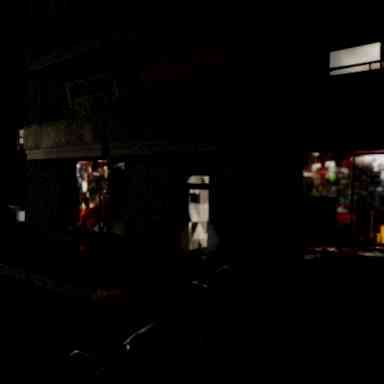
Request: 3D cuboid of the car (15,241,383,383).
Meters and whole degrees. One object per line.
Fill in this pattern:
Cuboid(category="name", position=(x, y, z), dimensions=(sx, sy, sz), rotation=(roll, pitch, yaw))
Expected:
Cuboid(category="car", position=(0.882, 1.307, 2.229), dimensions=(5.009, 1.841, 2.192), rotation=(1, 2, 35))
